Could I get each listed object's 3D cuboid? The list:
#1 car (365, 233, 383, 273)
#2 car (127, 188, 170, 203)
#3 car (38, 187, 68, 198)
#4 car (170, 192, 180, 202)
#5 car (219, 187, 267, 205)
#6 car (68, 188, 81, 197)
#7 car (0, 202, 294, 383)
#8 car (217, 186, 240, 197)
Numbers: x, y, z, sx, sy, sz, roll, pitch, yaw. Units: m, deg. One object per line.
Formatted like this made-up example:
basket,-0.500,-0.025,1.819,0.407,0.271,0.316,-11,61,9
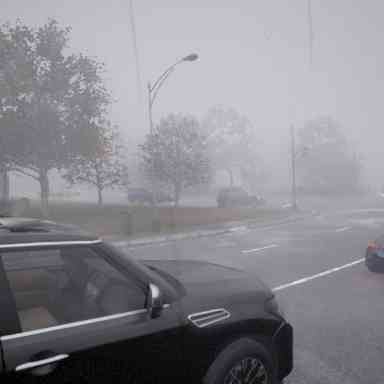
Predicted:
car,6.562,1.452,9.316,4.181,1.385,1.994,-2,1,-42
car,-6.131,0.466,44.027,5.566,2.045,2.150,1,3,33
car,-23.354,0.295,55.111,4.718,1.301,1.895,2,4,33
car,-3.891,0.432,46.753,4.553,1.767,2.097,1,3,32
car,5.796,0.642,36.423,4.553,1.767,2.097,-1,3,33
car,-21.435,-0.126,58.017,4.553,1.767,2.097,2,4,33
car,-1.577,1.220,2.770,5.566,2.045,2.150,0,0,-35
car,5.737,0.355,40.601,5.566,2.045,2.150,0,3,33
